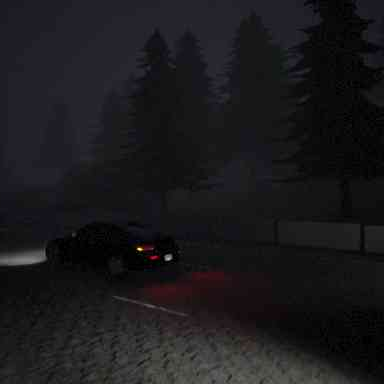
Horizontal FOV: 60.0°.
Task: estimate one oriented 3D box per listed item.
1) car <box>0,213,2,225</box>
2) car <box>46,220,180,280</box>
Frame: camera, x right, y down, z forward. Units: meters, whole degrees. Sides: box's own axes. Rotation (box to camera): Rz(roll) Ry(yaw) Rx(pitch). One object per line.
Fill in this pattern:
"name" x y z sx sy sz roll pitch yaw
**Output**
"car" -15.293 1.732 23.509 4.892 1.490 1.837 -1 0 36
"car" -2.486 1.565 10.067 4.674 1.442 1.812 -1 0 36
